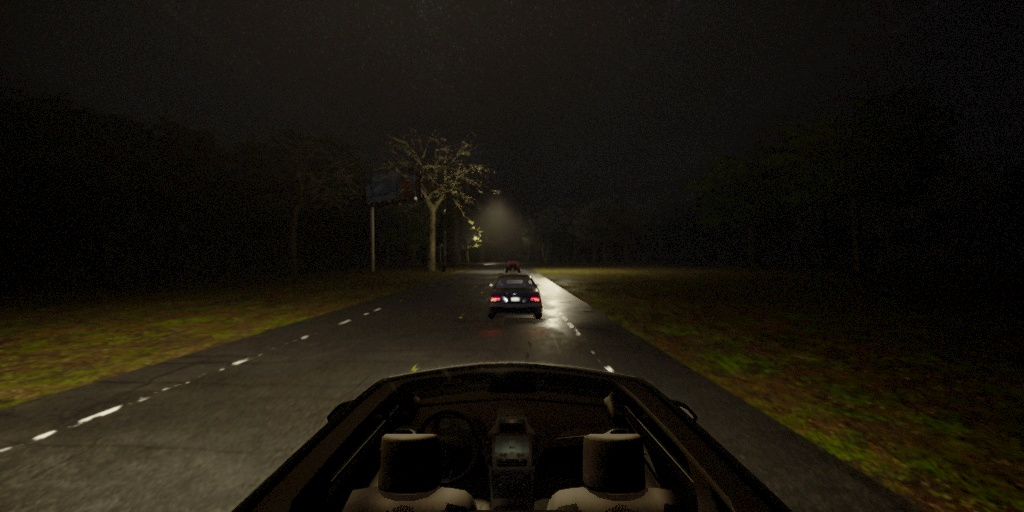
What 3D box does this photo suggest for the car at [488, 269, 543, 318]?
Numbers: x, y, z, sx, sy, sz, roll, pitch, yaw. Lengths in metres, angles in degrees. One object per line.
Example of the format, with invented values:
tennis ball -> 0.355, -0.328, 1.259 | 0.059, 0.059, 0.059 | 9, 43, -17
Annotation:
car -> 0.103, 1.389, 13.515 | 2.033, 1.411, 5.357 | 0, 0, 0

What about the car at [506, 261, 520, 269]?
car -> 0.114, 1.386, 47.376 | 1.812, 1.442, 4.674 | 0, 0, 0
